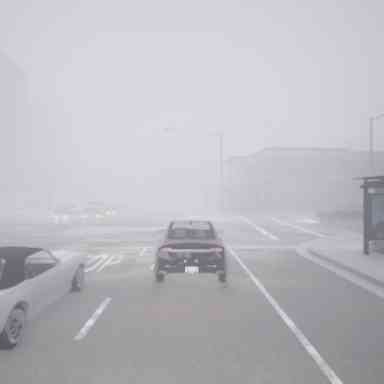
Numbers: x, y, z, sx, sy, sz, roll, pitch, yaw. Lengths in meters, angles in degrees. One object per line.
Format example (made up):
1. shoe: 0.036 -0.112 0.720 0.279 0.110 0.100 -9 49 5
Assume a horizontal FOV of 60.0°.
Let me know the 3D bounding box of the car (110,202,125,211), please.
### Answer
1. car: -12.966 2.413 55.068 2.128 1.511 4.902 0 -2 -3

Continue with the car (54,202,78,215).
1. car: -15.700 2.044 41.668 2.128 1.511 4.902 0 -1 -3

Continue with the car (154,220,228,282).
1. car: -0.041 1.597 10.080 2.128 1.511 4.902 0 -1 -1

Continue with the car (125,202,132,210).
1. car: -13.721 2.917 69.347 1.812 1.442 4.674 0 -2 -3

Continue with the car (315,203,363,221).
1. car: 12.285 1.608 27.148 4.181 1.385 1.994 -1 -1 -4

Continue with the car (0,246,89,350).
1. car: -3.497 1.667 6.269 1.895 1.301 4.718 0 -1 0

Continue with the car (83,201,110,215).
1. car: -12.205 1.907 41.881 2.097 1.767 4.553 0 -1 -3

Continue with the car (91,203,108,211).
1. car: -16.738 2.703 60.304 1.895 1.301 4.718 0 -2 -3

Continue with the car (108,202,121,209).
1. car: -17.592 3.040 75.564 1.882 1.535 5.008 0 -2 -3
